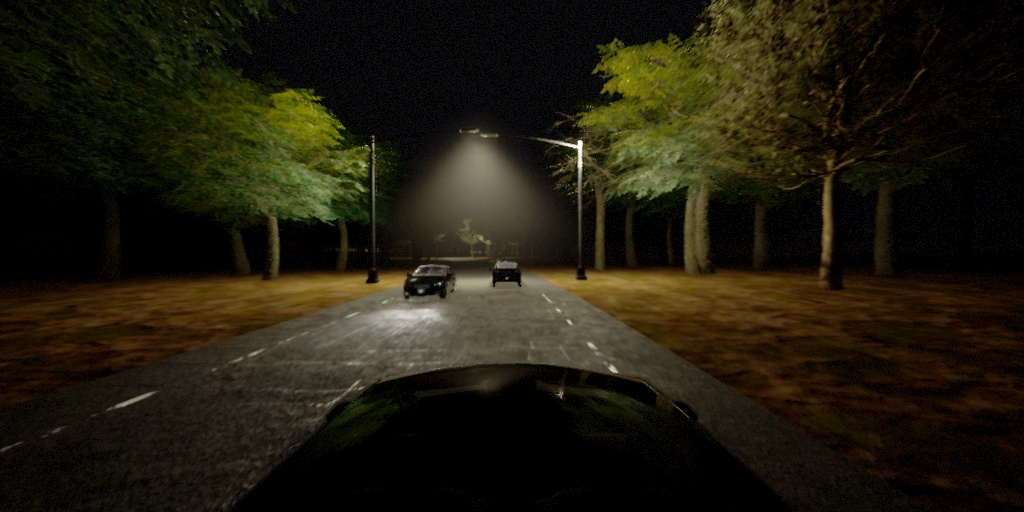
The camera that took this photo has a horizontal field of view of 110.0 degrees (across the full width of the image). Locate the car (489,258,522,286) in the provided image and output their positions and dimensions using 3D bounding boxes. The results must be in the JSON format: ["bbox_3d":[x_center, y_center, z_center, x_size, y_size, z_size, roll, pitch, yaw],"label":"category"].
[{"bbox_3d":[-0.383,1.116,23.807,2.128,1.511,4.902,0,0,-2],"label":"car"}]

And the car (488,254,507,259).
[{"bbox_3d":[-1.747,0.724,45.147,2.150,2.045,5.566,0,0,-5],"label":"car"}]

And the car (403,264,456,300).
[{"bbox_3d":[-3.838,1.176,17.328,2.128,1.511,4.902,0,0,-2],"label":"car"}]
